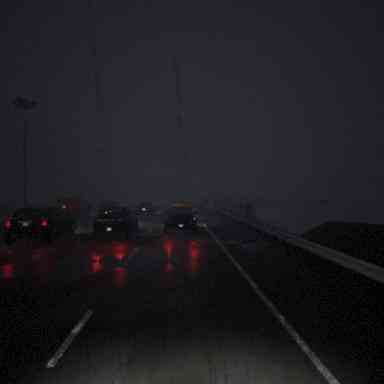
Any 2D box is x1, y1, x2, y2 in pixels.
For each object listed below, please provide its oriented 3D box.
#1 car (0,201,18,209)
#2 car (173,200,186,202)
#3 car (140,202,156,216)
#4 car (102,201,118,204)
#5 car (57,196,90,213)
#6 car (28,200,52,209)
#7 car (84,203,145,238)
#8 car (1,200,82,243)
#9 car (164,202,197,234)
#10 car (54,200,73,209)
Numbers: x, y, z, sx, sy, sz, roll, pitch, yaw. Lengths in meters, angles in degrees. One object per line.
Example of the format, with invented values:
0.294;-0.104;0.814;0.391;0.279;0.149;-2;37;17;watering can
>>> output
-34.065;2.432;61.233;1.994;1.385;4.181;-1;-1;-2;car
-1.366;1.569;35.884;1.882;1.535;5.008;-1;0;-2;car
-4.821;1.705;34.788;1.994;1.385;4.181;-1;0;-2;car
-8.295;1.697;34.083;1.837;1.490;4.892;-1;0;-2;car
-11.752;1.463;32.931;2.150;2.045;5.566;-1;0;-2;car
-26.989;2.235;59.162;2.128;1.511;4.902;-1;-1;-2;car
-4.130;1.589;18.539;2.128;1.511;4.902;-1;0;-2;car
-7.576;1.499;17.139;2.097;1.767;4.553;-1;0;-2;car
-0.690;1.573;19.708;1.812;1.442;4.674;-1;0;-3;car
-23.557;2.283;60.979;1.994;1.385;4.181;-1;-1;-2;car
